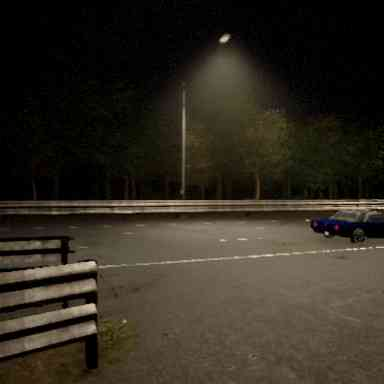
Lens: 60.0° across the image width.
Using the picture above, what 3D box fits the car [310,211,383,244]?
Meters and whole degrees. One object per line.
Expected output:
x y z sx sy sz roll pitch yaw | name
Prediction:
7.853 1.500 15.045 4.718 1.301 1.895 1 0 -20 | car
